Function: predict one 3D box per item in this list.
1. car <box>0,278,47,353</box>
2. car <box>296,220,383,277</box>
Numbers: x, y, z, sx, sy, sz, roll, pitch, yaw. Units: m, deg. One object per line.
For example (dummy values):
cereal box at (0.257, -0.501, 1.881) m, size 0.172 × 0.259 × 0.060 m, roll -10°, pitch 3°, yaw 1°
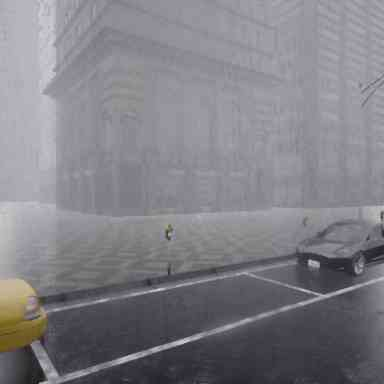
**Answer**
car at (-4.254, 1.524, 3.617) m, size 4.829 × 1.417 × 1.752 m, roll 0°, pitch 0°, yaw -35°
car at (5.069, 1.565, 10.267) m, size 4.313 × 1.339 × 1.947 m, roll 0°, pitch 0°, yaw -35°
